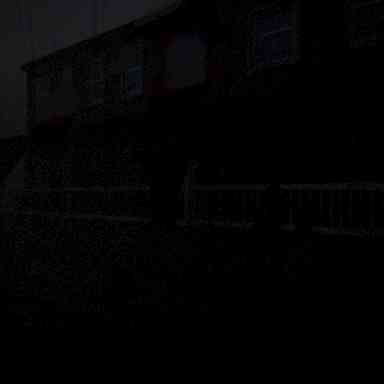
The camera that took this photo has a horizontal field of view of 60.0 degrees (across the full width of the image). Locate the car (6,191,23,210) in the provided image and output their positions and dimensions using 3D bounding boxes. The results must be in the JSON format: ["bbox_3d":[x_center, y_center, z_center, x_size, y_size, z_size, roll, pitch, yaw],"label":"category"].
[{"bbox_3d":[-14.499,0.508,29.193,1.882,1.535,5.008,0,19,34],"label":"car"}]
